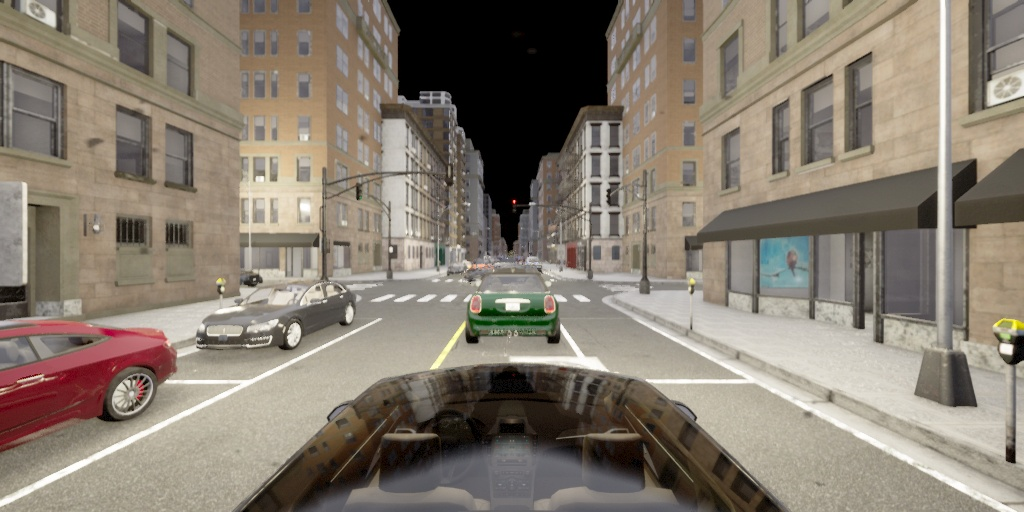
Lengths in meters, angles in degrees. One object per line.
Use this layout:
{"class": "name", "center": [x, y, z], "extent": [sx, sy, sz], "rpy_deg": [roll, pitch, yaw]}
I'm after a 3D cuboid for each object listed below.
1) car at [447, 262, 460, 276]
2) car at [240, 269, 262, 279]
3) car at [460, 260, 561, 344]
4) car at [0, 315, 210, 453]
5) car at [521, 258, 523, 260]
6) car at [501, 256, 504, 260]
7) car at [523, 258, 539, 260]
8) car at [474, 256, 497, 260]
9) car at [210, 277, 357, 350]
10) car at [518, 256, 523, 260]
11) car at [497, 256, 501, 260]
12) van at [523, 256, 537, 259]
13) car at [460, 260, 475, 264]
{"class": "car", "center": [-5.401, 1.247, 35.744], "extent": [2.007, 1.370, 4.403], "rpy_deg": [0, 0, 0]}
{"class": "car", "center": [-17.150, 1.195, 21.098], "extent": [4.181, 1.385, 1.994], "rpy_deg": [0, 0, 0]}
{"class": "car", "center": [0.038, 1.090, 9.711], "extent": [2.097, 1.767, 4.553], "rpy_deg": [0, 0, 1]}
{"class": "car", "center": [-5.389, 1.330, 3.187], "extent": [1.802, 1.307, 4.207], "rpy_deg": [0, 0, 0]}
{"class": "car", "center": [2.626, 1.253, 51.966], "extent": [1.802, 1.307, 4.207], "rpy_deg": [0, 0, 0]}
{"class": "car", "center": [-2.816, 1.165, 59.181], "extent": [1.837, 1.490, 4.892], "rpy_deg": [0, 0, 0]}
{"class": "car", "center": [2.626, 1.238, 41.154], "extent": [2.007, 1.370, 4.403], "rpy_deg": [0, 0, 0]}
{"class": "car", "center": [-2.832, 1.050, 34.684], "extent": [2.097, 1.767, 4.553], "rpy_deg": [0, 0, 0]}
{"class": "car", "center": [-5.391, 1.290, 8.868], "extent": [2.007, 1.370, 4.403], "rpy_deg": [0, 0, 0]}
{"class": "car", "center": [2.625, 0.968, 62.779], "extent": [2.192, 1.841, 5.009], "rpy_deg": [0, 0, 0]}
{"class": "car", "center": [-2.852, 1.034, 44.606], "extent": [2.097, 1.767, 4.553], "rpy_deg": [0, 0, -1]}
{"class": "van", "center": [2.626, 1.020, 46.560], "extent": [1.690, 1.789, 3.998], "rpy_deg": [0, 0, 0]}
{"class": "car", "center": [-0.748, 1.204, 24.078], "extent": [4.902, 1.511, 2.128], "rpy_deg": [0, 0, 0]}
